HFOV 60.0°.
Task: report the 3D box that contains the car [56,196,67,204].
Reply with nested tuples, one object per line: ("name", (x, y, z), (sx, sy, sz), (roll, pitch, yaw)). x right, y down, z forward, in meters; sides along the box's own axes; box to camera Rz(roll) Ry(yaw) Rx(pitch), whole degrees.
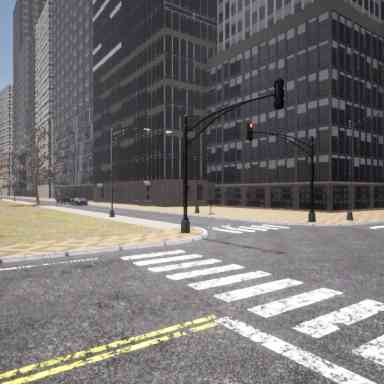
("car", (-24.613, 1.512, 63.526), (1.837, 1.490, 4.892), (0, 0, -35))

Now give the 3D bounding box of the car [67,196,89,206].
("car", (-18.821, 1.603, 55.260), (1.895, 1.301, 4.718), (0, 0, -35))
